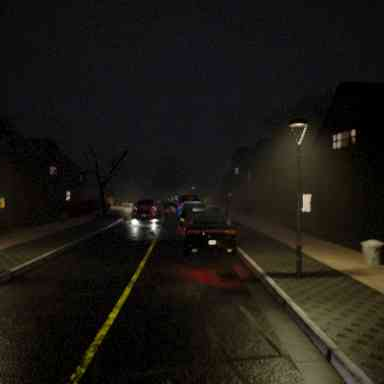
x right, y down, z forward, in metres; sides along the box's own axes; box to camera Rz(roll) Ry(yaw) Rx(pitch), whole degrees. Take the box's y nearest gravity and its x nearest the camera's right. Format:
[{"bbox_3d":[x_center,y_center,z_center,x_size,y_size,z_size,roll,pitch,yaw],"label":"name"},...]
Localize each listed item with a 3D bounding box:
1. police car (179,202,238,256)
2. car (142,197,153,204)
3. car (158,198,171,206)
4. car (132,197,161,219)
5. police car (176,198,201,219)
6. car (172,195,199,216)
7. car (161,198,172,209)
[{"bbox_3d":[0.562,1.419,13.312,1.930,1.638,5.238,0,0,-2],"label":"police car"},{"bbox_3d":[-9.571,1.869,71.142,2.033,1.411,5.357,0,0,-11],"label":"car"},{"bbox_3d":[-5.066,1.783,61.505,1.994,1.385,4.181,0,0,-9],"label":"car"},{"bbox_3d":[-4.129,1.404,29.738,2.097,1.767,4.553,0,0,-5],"label":"car"},{"bbox_3d":[0.058,1.440,23.365,1.930,1.638,5.238,0,0,-4],"label":"police car"},{"bbox_3d":[-0.365,1.258,29.310,2.150,2.045,5.566,0,0,-4],"label":"car"},{"bbox_3d":[-3.169,1.729,48.409,1.895,1.301,4.718,0,0,-8],"label":"car"}]
